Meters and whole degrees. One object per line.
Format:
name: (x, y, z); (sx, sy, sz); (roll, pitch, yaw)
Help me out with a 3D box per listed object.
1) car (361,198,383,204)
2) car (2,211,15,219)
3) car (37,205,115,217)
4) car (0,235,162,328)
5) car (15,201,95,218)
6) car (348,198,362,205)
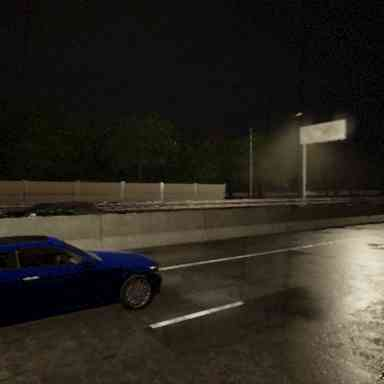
car: (24.824, 1.568, 43.450); (5.357, 1.411, 2.033); (0, 0, -36)
car: (-10.038, 1.479, 22.634); (5.008, 1.535, 1.882); (0, 0, -36)
car: (-5.464, 1.566, 17.300); (4.181, 1.385, 1.994); (0, 0, -36)
car: (-2.788, 1.526, 6.060); (4.674, 1.442, 1.812); (0, 0, -36)
car: (-7.744, 1.354, 19.973); (4.553, 1.767, 2.097); (0, 0, -36)
car: (23.812, 1.585, 47.029); (4.181, 1.385, 1.994); (0, 0, -36)
